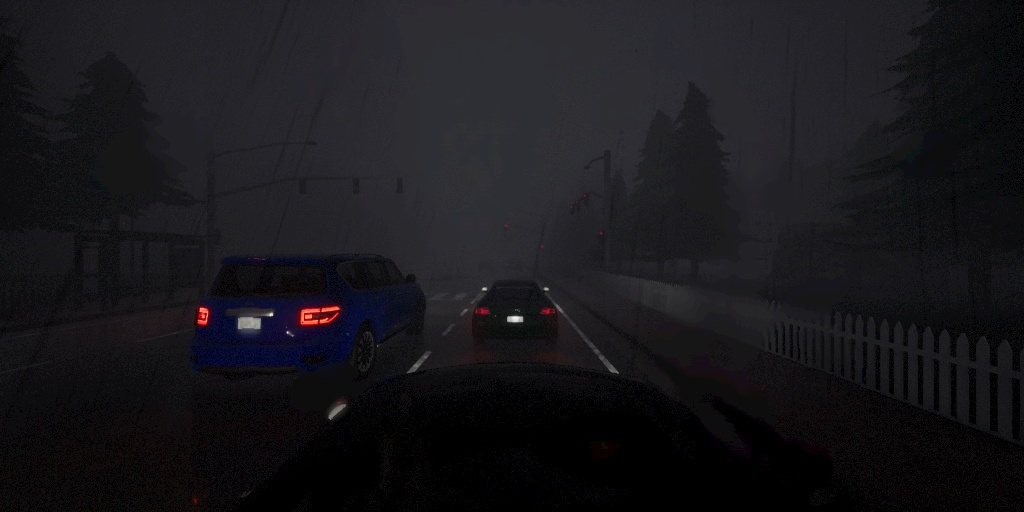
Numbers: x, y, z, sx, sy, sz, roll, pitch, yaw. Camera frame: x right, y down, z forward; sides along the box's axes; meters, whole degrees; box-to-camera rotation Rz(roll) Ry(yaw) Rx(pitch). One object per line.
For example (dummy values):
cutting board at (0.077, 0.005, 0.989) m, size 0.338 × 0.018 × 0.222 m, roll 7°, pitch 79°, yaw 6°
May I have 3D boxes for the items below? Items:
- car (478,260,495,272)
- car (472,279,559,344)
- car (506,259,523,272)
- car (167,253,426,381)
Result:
car at (-3.218, 1.242, 45.606) m, size 2.128 × 1.511 × 4.902 m, roll 0°, pitch 0°, yaw 1°
car at (0.090, 1.314, 9.635) m, size 1.994 × 1.385 × 4.181 m, roll 0°, pitch 0°, yaw 1°
car at (0.285, 1.102, 45.634) m, size 2.097 × 1.767 × 4.553 m, roll 0°, pitch 0°, yaw 0°
car at (-3.403, 0.972, 7.356) m, size 2.150 × 2.045 × 5.566 m, roll 0°, pitch 0°, yaw 0°
